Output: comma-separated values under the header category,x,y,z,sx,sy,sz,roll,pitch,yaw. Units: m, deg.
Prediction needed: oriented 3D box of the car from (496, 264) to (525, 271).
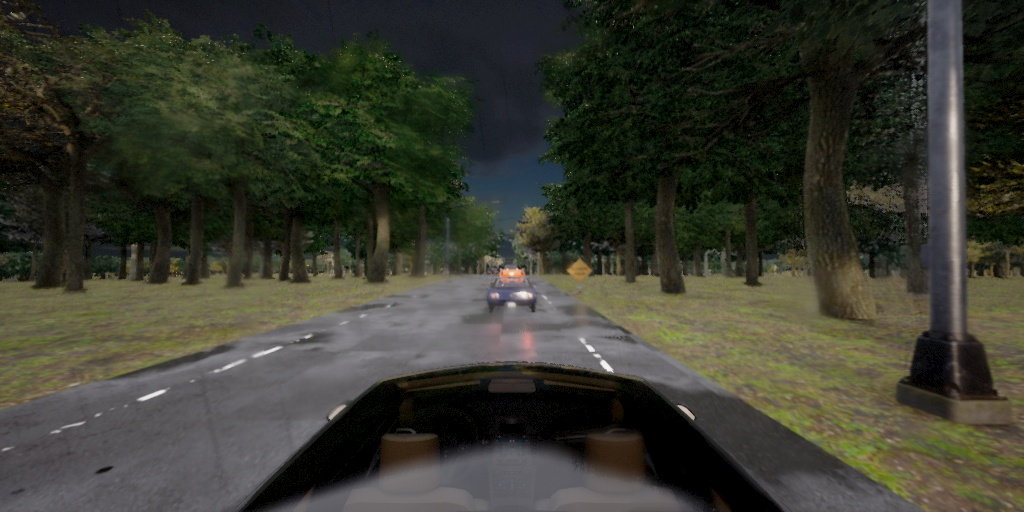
category,x,y,z,sx,sy,sz,roll,pitch,yaw
car,0.025,1.459,30.330,2.097,1.767,4.553,0,-1,0

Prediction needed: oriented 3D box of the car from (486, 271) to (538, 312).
category,x,y,z,sx,sy,sz,roll,pitch,yaw
car,0.021,1.497,15.126,1.895,1.301,4.718,0,-1,0

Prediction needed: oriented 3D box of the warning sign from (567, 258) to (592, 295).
category,x,y,z,sx,sy,sz,roll,pitch,yaw
warning sign,3.552,1.050,18.633,1.300,1.860,1.060,0,0,0
